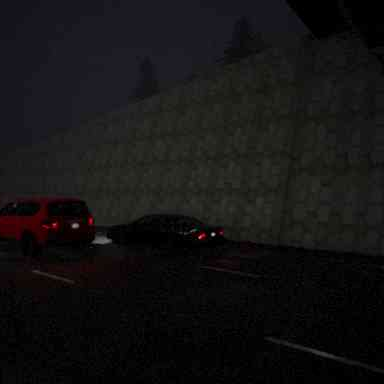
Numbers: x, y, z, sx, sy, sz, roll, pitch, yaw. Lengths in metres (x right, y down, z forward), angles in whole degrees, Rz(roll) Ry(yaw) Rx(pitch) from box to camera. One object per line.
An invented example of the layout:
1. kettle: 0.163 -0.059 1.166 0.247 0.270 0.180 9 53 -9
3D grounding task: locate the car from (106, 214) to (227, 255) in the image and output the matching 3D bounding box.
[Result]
1. car: -1.218 1.605 13.741 5.357 1.411 2.033 0 0 37

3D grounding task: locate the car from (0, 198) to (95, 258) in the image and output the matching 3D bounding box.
1. car: -6.162 1.250 13.111 5.566 2.045 2.150 0 0 37
